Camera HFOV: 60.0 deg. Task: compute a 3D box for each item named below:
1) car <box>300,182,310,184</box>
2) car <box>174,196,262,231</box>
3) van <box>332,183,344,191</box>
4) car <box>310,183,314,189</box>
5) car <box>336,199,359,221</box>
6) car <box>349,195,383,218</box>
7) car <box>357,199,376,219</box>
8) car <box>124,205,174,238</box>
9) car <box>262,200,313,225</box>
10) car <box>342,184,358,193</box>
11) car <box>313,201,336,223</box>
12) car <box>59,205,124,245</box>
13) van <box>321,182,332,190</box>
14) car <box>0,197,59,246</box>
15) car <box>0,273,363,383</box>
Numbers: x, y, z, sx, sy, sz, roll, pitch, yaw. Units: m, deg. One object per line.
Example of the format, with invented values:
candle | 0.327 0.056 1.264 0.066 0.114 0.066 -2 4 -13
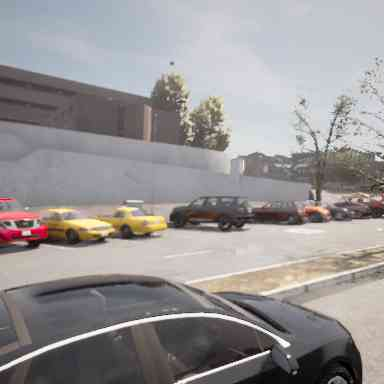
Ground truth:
car | 31.789 -1.700 90.146 2.002 1.452 4.674 7 3 35
car | 1.201 1.254 21.109 5.566 2.045 2.435 -1 -1 35
van | 36.922 -1.148 82.621 1.878 1.987 4.442 7 3 35
car | 33.620 -1.468 87.824 1.946 1.575 5.366 7 3 35
car | 11.002 1.561 28.069 4.892 1.521 2.231 -1 -1 35
car | 15.868 1.347 31.562 5.566 2.045 2.435 -1 -1 35
car | 13.422 1.607 29.816 4.792 1.488 2.163 -1 -1 35
car | -3.812 1.493 17.715 5.366 1.575 1.946 -1 -1 35
car | 6.141 1.401 24.560 4.553 1.767 2.185 -1 -1 35
car | 38.680 -0.649 80.257 2.231 1.521 4.892 7 3 35
car | 8.536 1.417 26.344 4.553 1.767 2.185 -1 -1 34
car | -5.944 1.485 15.769 5.366 1.575 1.946 -1 -1 35
van | 35.194 -1.421 85.093 1.878 1.987 4.442 7 3 35
car | -8.519 1.240 14.123 5.566 2.045 2.435 -1 -1 34
car | -0.482 1.505 2.789 4.892 1.490 1.837 0 0 -36
